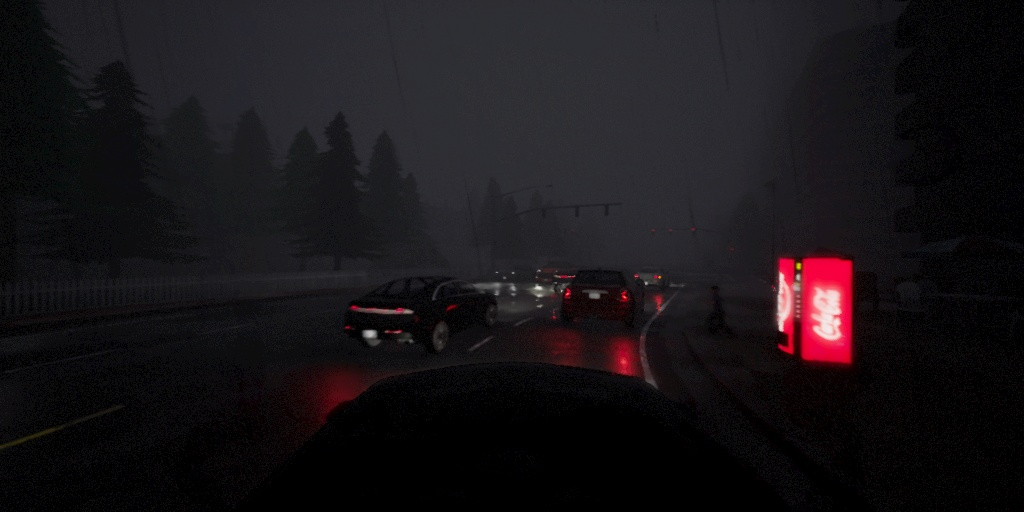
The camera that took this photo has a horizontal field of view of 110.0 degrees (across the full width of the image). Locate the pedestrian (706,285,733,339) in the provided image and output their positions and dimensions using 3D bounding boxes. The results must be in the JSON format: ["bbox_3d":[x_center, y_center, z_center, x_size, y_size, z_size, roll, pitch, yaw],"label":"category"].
[{"bbox_3d":[4.759,1.224,8.235,0.375,1.300,0.375,0,0,21],"label":"pedestrian"}]

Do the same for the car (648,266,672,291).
[{"bbox_3d":[9.039,1.390,23.257,1.812,1.442,4.674,0,0,29],"label":"car"}]

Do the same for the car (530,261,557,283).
[{"bbox_3d":[3.568,1.175,28.089,2.097,1.767,4.553,0,0,29],"label":"car"}]

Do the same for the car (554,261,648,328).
[{"bbox_3d":[3.185,1.146,11.962,2.097,1.767,4.553,1,0,24],"label":"car"}]

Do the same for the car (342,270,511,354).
[{"bbox_3d":[-1.865,1.236,8.875,2.128,1.511,4.902,0,0,18],"label":"car"}]

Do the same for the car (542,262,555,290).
[{"bbox_3d":[3.863,1.307,20.980,2.128,1.511,4.902,0,0,28],"label":"car"}]

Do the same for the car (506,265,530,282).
[{"bbox_3d":[0.481,1.402,29.741,1.895,1.301,4.718,0,0,29],"label":"car"}]

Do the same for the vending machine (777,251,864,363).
[{"bbox_3d":[5.867,1.005,7.004,1.100,2.100,0.880,0,0,19],"label":"vending machine"}]
